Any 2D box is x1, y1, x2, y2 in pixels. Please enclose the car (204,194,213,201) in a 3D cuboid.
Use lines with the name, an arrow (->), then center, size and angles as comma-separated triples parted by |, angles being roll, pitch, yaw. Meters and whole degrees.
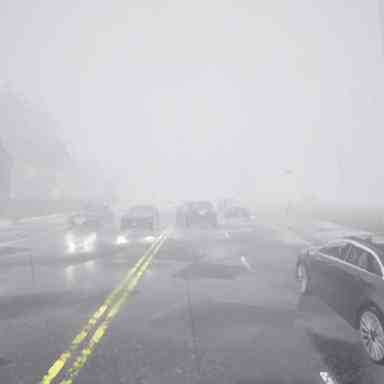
car -> 4.190, 1.395, 85.695 | 2.097, 1.767, 4.553 | 0, 0, 6

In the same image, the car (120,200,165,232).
car -> -3.065, 1.479, 20.532 | 1.882, 1.535, 5.008 | 0, 0, 1

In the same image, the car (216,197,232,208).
car -> 4.689, 1.499, 49.513 | 2.128, 1.511, 4.902 | 0, 0, 3

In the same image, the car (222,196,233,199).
car -> 4.137, 1.355, 38.552 | 2.097, 1.767, 4.553 | 0, 0, 3

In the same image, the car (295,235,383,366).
car -> 3.275, 1.491, 5.763 | 2.128, 1.511, 4.902 | 0, 0, 0

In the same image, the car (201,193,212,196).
car -> 3.130, 1.255, 73.872 | 2.150, 2.045, 5.566 | 0, 0, 5

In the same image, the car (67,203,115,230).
car -> -6.298, 1.495, 21.210 | 2.128, 1.511, 4.902 | 0, 0, 2

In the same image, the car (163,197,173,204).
car -> -4.370, 1.630, 61.667 | 1.895, 1.301, 4.718 | 0, 0, 4

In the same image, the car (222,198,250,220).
car -> 3.719, 1.525, 27.646 | 1.812, 1.442, 4.674 | 0, 0, 2

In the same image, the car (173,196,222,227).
car -> 0.233, 1.352, 22.820 | 2.097, 1.767, 4.553 | 0, 0, -11
